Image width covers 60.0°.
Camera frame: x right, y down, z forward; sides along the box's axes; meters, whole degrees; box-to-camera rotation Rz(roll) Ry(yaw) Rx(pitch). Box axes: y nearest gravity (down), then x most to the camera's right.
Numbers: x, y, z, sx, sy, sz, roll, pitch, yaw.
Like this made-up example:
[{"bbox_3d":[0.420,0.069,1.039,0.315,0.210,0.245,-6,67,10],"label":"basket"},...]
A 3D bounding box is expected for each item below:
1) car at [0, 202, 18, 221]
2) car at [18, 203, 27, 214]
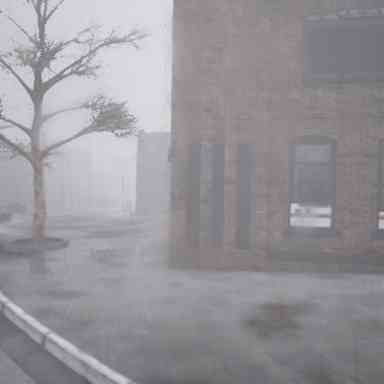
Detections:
[{"bbox_3d":[-15.795,1.714,26.330,1.994,1.385,4.181,1,-1,-10],"label":"car"},{"bbox_3d":[-19.968,1.734,35.785,2.033,1.411,5.357,1,-1,4],"label":"car"}]
